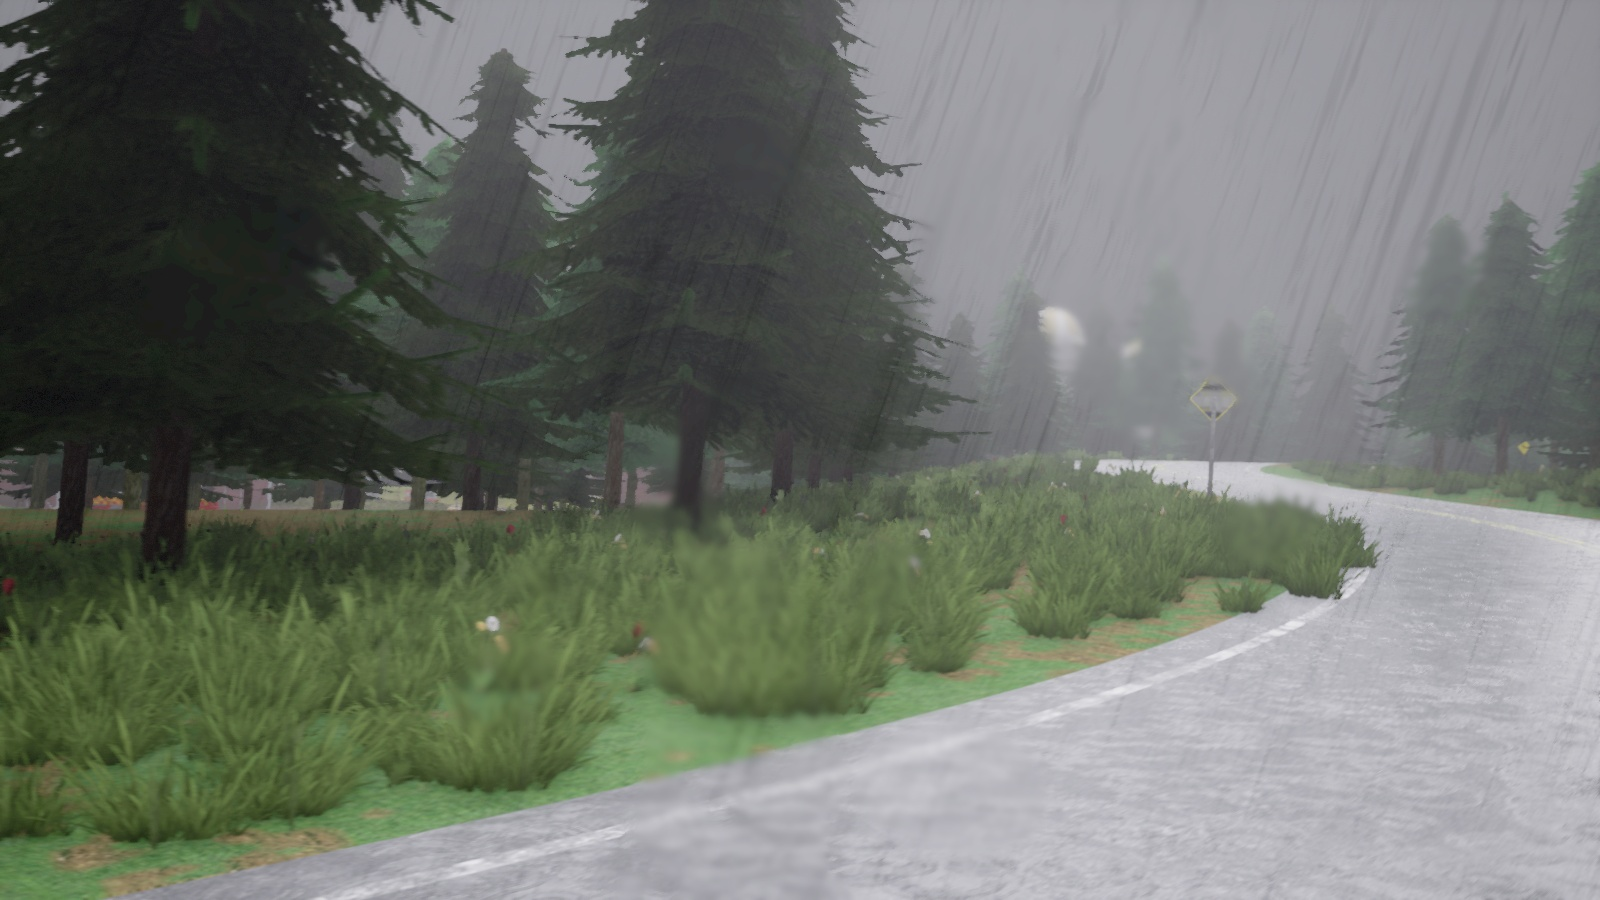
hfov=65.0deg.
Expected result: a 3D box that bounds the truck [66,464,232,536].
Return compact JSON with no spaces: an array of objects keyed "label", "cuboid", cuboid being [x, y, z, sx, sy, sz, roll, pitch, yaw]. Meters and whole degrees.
[{"label":"truck","cuboid":[-39.297,3.054,75.963,8.468,3.827,2.891,5,-3,-31]}]
